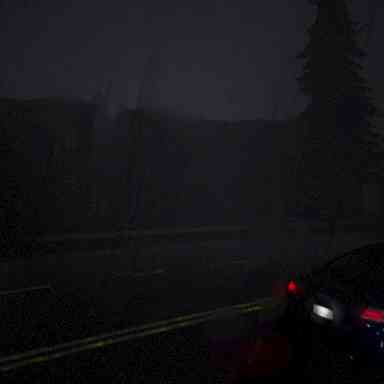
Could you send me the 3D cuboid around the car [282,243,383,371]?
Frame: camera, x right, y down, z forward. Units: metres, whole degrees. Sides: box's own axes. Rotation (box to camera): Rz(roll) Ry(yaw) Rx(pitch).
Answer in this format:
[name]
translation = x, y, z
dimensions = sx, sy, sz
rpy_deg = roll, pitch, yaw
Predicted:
[car]
translation = 3.513, 1.547, 5.324
dimensions = 4.181, 1.385, 1.994
rpy_deg = 0, 0, -27
